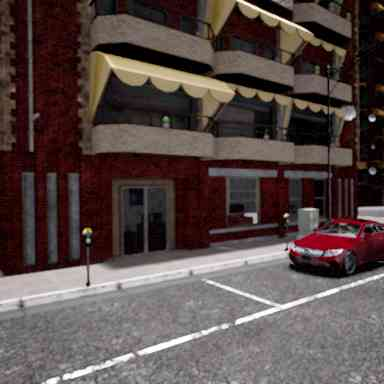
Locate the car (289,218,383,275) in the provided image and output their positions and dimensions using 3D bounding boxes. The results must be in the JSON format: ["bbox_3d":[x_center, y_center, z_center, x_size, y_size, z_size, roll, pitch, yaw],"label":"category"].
[{"bbox_3d":[4.718,1.473,9.964,4.206,1.307,1.802,-1,0,-35],"label":"car"}]
